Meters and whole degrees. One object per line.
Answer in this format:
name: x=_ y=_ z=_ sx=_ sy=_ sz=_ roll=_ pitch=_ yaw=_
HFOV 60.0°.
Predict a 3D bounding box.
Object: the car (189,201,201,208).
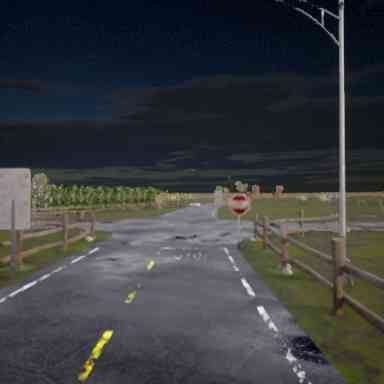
car: x=0.628 y=2.452 z=64.831 sx=1.895 sy=1.301 sz=4.718 roll=0 pitch=-1 yaw=7
